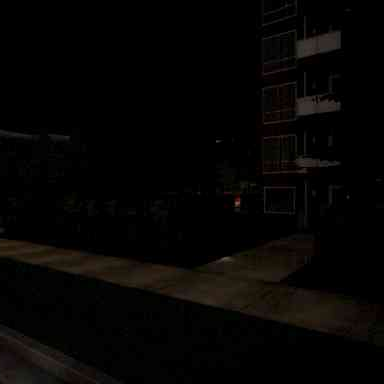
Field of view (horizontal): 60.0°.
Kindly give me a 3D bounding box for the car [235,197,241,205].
[{"bbox_3d":[9.302,1.478,58.069,1.882,1.535,5.008,0,0,36],"label":"car"}]
